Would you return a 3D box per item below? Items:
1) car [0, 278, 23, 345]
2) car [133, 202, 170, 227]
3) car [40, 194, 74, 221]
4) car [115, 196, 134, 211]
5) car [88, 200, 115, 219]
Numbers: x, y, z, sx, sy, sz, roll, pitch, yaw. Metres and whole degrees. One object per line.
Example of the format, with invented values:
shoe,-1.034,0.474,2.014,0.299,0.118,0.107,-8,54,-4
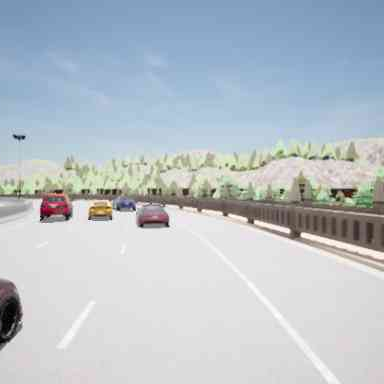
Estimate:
car,-3.666,1.567,3.687,1.994,1.385,4.181,0,0,-2
car,-2.711,1.520,22.575,1.994,1.385,4.181,0,0,-13
car,-11.198,1.195,27.681,2.150,2.045,5.566,0,0,-16
car,-8.205,1.285,39.895,2.097,1.767,4.553,0,0,-21
car,-7.840,1.437,28.503,1.882,1.535,5.008,0,0,-16
